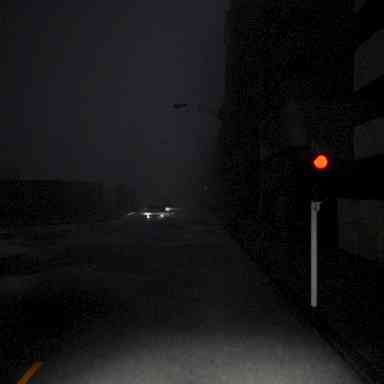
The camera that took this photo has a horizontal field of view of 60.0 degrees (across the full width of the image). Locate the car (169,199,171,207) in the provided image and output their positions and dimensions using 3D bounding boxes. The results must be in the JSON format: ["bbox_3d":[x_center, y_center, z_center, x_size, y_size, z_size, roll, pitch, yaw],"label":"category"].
[{"bbox_3d":[-4.178,1.495,49.536,1.837,1.490,4.892,0,0,1],"label":"car"}]

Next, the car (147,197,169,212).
[{"bbox_3d":[-4.187,1.470,39.509,1.882,1.535,5.008,0,0,0],"label":"car"}]
